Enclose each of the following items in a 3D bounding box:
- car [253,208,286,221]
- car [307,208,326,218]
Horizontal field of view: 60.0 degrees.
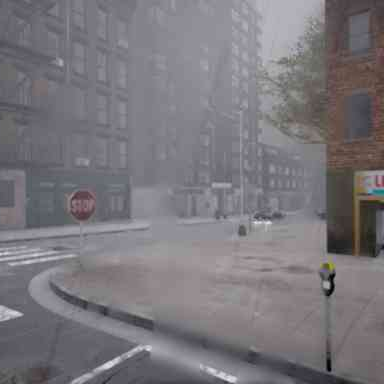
[{"bbox_3d":[8.735,2.437,37.029,2.033,1.411,5.357,0,-2,36],"label":"car"},{"bbox_3d":[16.509,2.695,42.867,1.895,1.301,4.718,0,-2,36],"label":"car"}]
